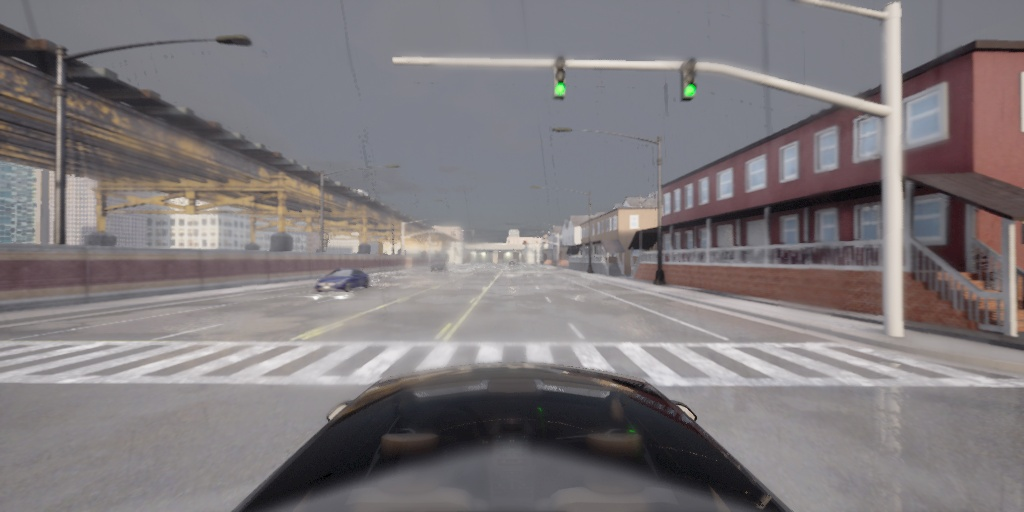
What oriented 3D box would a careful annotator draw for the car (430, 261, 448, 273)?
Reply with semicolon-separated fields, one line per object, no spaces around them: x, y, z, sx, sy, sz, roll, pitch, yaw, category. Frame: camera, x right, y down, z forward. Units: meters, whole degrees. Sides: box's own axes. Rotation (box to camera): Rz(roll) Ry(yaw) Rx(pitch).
-10.488;1.541;51.721;1.837;1.490;4.892;0;0;0;car

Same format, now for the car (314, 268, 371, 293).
-10.475;1.492;22.577;1.812;1.442;4.674;0;0;0;car
